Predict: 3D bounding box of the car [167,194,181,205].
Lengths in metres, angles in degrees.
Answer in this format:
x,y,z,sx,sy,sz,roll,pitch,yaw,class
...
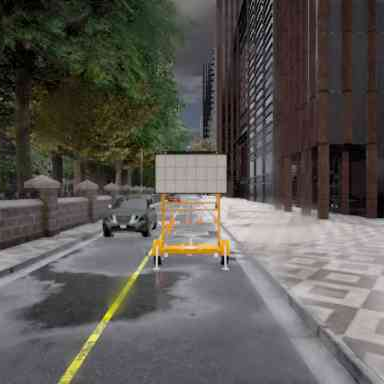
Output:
x,y,z,sx,sy,sz,roll,pitch,yaw,class
-3.232,1.182,60.290,2.150,2.045,5.566,0,0,0,car

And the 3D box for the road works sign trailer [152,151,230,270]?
x,y,z,sx,sy,sz,roll,pitch,yaw,class
-0.029,0.464,11.017,2.380,3.560,2.880,0,0,0,road works sign trailer

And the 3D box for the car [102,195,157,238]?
x,y,z,sx,sy,sz,roll,pitch,yaw,class
-3.148,1.218,17.930,2.150,2.045,5.566,0,0,0,car
